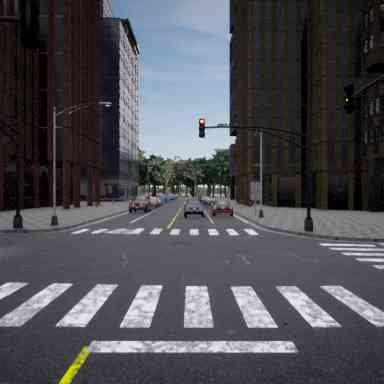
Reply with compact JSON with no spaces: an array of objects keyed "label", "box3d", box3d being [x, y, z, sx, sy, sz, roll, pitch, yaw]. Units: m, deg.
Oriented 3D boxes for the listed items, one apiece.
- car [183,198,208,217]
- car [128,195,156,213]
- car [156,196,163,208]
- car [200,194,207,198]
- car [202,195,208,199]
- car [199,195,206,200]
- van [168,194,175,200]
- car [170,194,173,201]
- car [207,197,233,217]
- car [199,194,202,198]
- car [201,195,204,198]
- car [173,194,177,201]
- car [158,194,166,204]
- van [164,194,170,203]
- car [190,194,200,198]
[{"label":"car","box3d":[0.172,1.550,31.814,2.033,1.411,5.357,0,0,-1]},{"label":"car","box3d":[-5.734,1.319,37.157,2.192,1.841,5.009,0,0,0]},{"label":"car","box3d":[-5.726,1.589,48.032,1.802,1.307,4.206,0,0,0]},{"label":"car","box3d":[2.808,1.556,58.901,1.887,1.381,4.507,0,0,0]},{"label":"car","box3d":[2.799,1.558,48.025,2.008,1.369,4.403,0,0,0]},{"label":"car","box3d":[2.833,1.557,91.696,1.752,1.417,4.829,0,0,0]},{"label":"van","box3d":[-5.693,1.372,91.533,1.690,1.788,3.998,0,0,0]},{"label":"car","box3d":[-5.709,1.568,69.783,2.008,1.369,4.403,0,0,0]},{"label":"car","box3d":[2.787,1.443,31.713,1.967,1.590,4.097,0,0,0]},{"label":"car","box3d":[2.812,1.540,64.508,1.752,1.417,4.829,0,0,0]},{"label":"car","box3d":[2.804,1.554,53.463,1.887,1.381,4.507,0,0,0]},{"label":"car","box3d":[-5.696,1.593,86.095,1.947,1.339,4.313,0,0,0]},{"label":"car","box3d":[-5.722,1.535,53.300,1.752,1.417,4.829,0,0,0]},{"label":"van","box3d":[-5.713,1.355,64.345,1.690,1.788,3.998,0,0,0]},{"label":"car","box3d":[0.151,1.578,64.995,1.994,1.385,4.181,0,0,0]}]
